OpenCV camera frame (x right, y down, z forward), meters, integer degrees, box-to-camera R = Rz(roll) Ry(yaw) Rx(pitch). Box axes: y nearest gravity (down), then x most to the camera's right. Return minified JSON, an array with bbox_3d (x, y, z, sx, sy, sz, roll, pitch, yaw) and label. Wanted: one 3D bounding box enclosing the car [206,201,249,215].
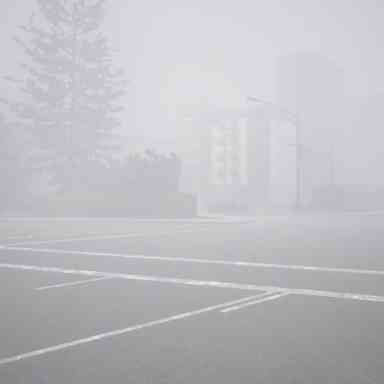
[{"bbox_3d":[3.512,1.543,33.342,1.895,1.301,4.718,0,0,-35],"label":"car"}]
